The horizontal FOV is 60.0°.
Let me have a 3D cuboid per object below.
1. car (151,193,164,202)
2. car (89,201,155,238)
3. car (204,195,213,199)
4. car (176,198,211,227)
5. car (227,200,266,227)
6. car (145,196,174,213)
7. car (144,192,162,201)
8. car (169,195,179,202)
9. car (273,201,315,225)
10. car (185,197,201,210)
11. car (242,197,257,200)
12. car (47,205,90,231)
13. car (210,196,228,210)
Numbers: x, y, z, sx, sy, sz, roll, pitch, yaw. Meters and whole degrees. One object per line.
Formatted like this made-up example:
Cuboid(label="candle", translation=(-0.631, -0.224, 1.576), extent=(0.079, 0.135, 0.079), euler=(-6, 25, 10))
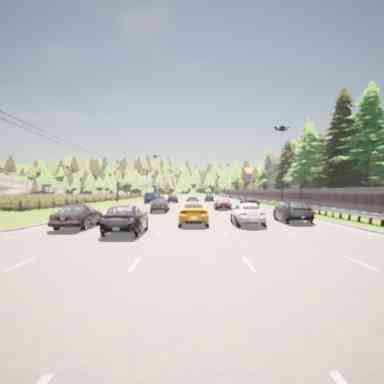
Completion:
Cuboid(label="car", translation=(-6.996, 1.112, 67.858), extent=(2.097, 1.767, 4.553), euler=(0, 0, 0))
Cuboid(label="car", translation=(-3.399, 1.435, 17.293), extent=(2.128, 1.511, 4.902), euler=(0, 0, 0))
Cuboid(label="car", translation=(3.504, 1.252, 67.885), extent=(1.882, 1.535, 5.008), euler=(0, 0, 0))
Cuboid(label="car", translation=(0.101, 1.404, 22.315), extent=(1.882, 1.535, 5.008), euler=(0, 0, 0))
Cuboid(label="car", translation=(3.601, 1.454, 21.721), extent=(1.812, 1.442, 4.674), euler=(0, 0, 0))
Cuboid(label="car", translation=(-3.398, 1.429, 35.810), extent=(2.033, 1.411, 5.357), euler=(0, 0, 0))
Cuboid(label="car", translation=(-6.997, 1.032, 57.498), extent=(2.150, 2.045, 5.566), euler=(0, 0, 0))
Cuboid(label="car", translation=(-3.469, 1.306, 60.456), extent=(1.837, 1.490, 4.892), euler=(0, 1, 1))
Cuboid(label="car", translation=(7.101, 1.413, 23.631), extent=(2.128, 1.511, 4.902), euler=(0, 0, 0))
Cuboid(label="car", translation=(0.102, 1.425, 41.854), extent=(1.994, 1.385, 4.181), euler=(0, 0, 0))
Cuboid(label="car", translation=(7.101, 1.354, 41.188), extent=(2.128, 1.511, 4.902), euler=(0, 0, 0))
Cuboid(label="car", translation=(-6.899, 1.482, 20.240), extent=(2.033, 1.411, 5.357), euler=(0, 0, 0))
Cuboid(label="car", translation=(3.601, 1.468, 39.780), extent=(1.895, 1.301, 4.718), euler=(0, 0, 0))
